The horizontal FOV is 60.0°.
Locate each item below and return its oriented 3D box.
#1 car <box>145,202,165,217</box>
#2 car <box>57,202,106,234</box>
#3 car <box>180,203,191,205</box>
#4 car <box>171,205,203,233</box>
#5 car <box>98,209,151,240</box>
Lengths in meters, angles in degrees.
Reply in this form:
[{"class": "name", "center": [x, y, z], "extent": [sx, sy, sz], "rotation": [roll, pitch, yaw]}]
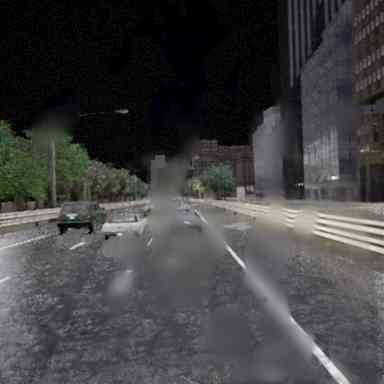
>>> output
[{"class": "car", "center": [-4.236, 1.900, 38.182], "extent": [2.097, 1.767, 4.553], "rotation": [-2, -1, -1]}, {"class": "car", "center": [-7.377, 1.682, 22.874], "extent": [2.150, 2.045, 5.566], "rotation": [-2, -1, -2]}, {"class": "car", "center": [-0.758, 2.021, 38.984], "extent": [1.994, 1.385, 4.181], "rotation": [-2, -1, -1]}, {"class": "car", "center": [-0.330, 1.807, 21.544], "extent": [1.994, 1.385, 4.181], "rotation": [-2, 0, -1]}, {"class": "car", "center": [-3.762, 1.919, 19.336], "extent": [1.895, 1.301, 4.718], "rotation": [-2, -1, -1]}]
